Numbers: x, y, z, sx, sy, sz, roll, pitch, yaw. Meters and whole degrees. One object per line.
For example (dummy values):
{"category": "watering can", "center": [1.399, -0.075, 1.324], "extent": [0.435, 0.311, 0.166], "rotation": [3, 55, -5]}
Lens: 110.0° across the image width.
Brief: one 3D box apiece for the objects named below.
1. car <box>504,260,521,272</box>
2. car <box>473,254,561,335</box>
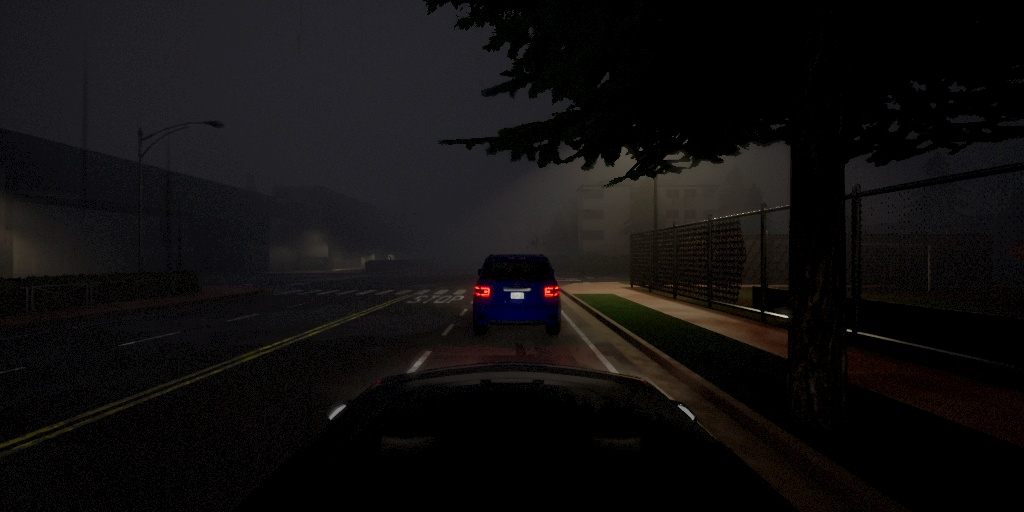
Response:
{"category": "car", "center": [0.071, 1.242, 46.448], "extent": [2.128, 1.511, 4.902], "rotation": [0, 0, -1]}
{"category": "car", "center": [0.125, 0.972, 10.636], "extent": [2.150, 2.045, 5.566], "rotation": [0, 0, 0]}
